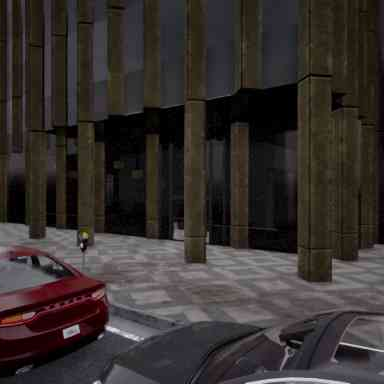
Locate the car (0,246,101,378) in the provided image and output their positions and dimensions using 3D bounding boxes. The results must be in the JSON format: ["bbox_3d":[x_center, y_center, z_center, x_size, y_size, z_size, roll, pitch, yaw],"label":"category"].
[{"bbox_3d":[-3.264,1.544,5.309,4.507,1.381,1.887,0,0,36],"label":"car"}]

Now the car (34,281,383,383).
[{"bbox_3d":[1.155,1.551,2.139,4.403,1.369,2.008,0,0,36],"label":"car"}]
